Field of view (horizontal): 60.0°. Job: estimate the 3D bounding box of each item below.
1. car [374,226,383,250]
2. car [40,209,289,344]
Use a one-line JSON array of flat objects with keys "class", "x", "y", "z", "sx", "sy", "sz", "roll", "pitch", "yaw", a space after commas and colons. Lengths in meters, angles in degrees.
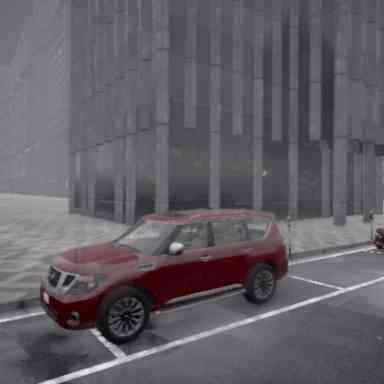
[{"class": "car", "x": 8.957, "y": 1.546, "z": 13.145, "sx": 4.507, "sy": 1.381, "sz": 1.887, "roll": 0, "pitch": 1, "yaw": -35}, {"class": "car", "x": -0.199, "y": 1.315, "z": 6.611, "sx": 5.009, "sy": 1.841, "sz": 2.192, "roll": 0, "pitch": 1, "yaw": -35}]
